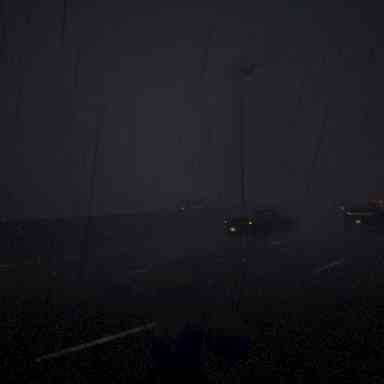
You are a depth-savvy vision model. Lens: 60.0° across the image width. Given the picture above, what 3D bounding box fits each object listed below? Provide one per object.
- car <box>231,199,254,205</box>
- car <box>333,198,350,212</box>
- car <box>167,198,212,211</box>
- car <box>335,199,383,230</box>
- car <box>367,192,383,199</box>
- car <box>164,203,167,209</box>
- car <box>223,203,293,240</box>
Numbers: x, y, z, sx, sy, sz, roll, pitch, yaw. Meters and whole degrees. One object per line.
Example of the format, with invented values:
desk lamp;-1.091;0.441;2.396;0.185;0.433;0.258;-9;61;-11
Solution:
car;5.887;1.505;38.504;1.812;1.442;4.674;-1;0;29
car;16.547;1.375;36.341;1.837;1.490;4.892;0;0;27
car;-0.191;1.544;35.259;1.837;1.490;4.892;0;0;33
car;10.678;1.406;20.264;2.128;1.511;4.902;-1;0;38
car;19.871;1.057;35.133;2.150;2.045;5.566;-1;0;27
car;-1.880;1.612;46.120;2.033;1.411;5.357;-1;0;25
car;3.460;1.510;17.023;1.812;1.442;4.674;0;0;43
